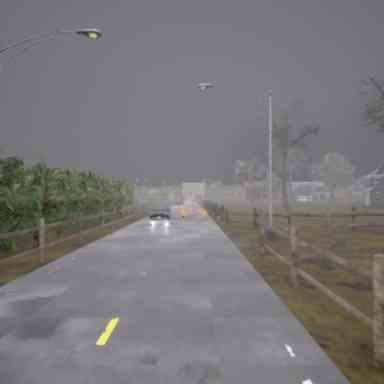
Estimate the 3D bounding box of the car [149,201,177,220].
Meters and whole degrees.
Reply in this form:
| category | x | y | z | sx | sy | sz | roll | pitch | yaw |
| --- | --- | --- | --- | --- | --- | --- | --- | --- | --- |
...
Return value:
| category | x | y | z | sx | sy | sz | roll | pitch | yaw |
| --- | --- | --- | --- | --- | --- | --- | --- | --- | --- |
| car | -2.834 | 1.815 | 31.067 | 2.033 | 1.411 | 5.357 | 0 | -1 | 0 |

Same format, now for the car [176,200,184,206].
| category | x | y | z | sx | sy | sz | roll | pitch | yaw |
| --- | --- | --- | --- | --- | --- | --- | --- | --- | --- |
| car | -2.714 | 2.364 | 72.434 | 2.033 | 1.411 | 5.357 | 0 | -1 | 0 |

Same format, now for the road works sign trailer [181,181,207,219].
| category | x | y | z | sx | sy | sz | roll | pitch | yaw |
| --- | --- | --- | --- | --- | --- | --- | --- | --- | --- |
| road works sign trailer | 0.128 | 0.742 | 31.865 | 2.380 | 3.560 | 2.880 | 0 | -1 | -5 |
